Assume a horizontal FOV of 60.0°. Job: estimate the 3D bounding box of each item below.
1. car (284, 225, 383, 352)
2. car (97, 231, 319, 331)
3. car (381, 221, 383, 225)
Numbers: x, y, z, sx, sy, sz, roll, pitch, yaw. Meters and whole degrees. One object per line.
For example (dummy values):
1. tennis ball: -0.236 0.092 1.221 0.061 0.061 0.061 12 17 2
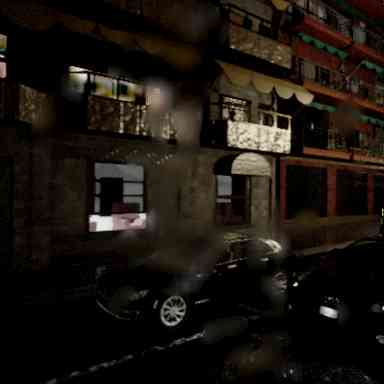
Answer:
1. car: 3.580 1.528 5.926 4.181 1.385 1.994 0 0 -35
2. car: 0.318 1.528 6.767 4.403 1.369 2.008 0 1 -35
3. car: 9.599 1.228 13.373 5.009 1.841 2.192 0 1 -35
